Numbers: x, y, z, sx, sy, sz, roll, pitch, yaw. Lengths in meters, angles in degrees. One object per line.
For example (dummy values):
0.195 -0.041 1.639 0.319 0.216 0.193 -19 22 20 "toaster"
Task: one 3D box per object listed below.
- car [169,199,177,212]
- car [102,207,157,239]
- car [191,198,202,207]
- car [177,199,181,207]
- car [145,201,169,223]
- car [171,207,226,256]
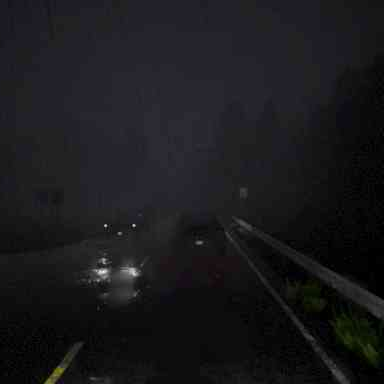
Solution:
-3.106 1.832 39.668 1.812 1.442 4.674 0 0 0 "car"
-3.472 1.766 18.720 1.895 1.301 4.718 0 0 3 "car"
0.846 1.913 62.607 1.882 1.535 5.008 0 -1 1 "car"
-2.829 1.918 56.031 2.128 1.511 4.902 0 0 1 "car"
-3.254 1.752 27.809 1.812 1.442 4.674 0 0 1 "car"
0.282 1.576 13.636 1.882 1.535 5.008 0 -1 1 "car"
